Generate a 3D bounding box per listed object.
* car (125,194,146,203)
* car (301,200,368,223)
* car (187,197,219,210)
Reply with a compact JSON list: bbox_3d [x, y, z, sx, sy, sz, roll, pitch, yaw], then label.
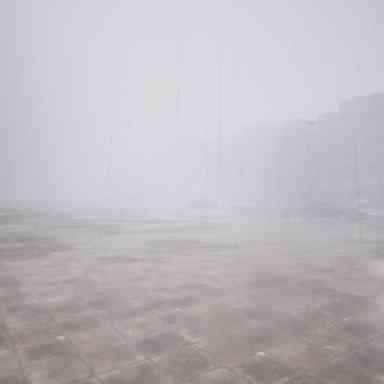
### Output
[{"bbox_3d":[-9.138,1.044,53.524,2.128,1.511,4.902,-2,2,-35],"label":"car"},{"bbox_3d":[10.688,1.423,25.275,1.837,1.490,4.892,-2,2,-35],"label":"car"},{"bbox_3d":[1.258,1.305,38.639,1.994,1.385,4.181,-2,1,-35],"label":"car"}]
